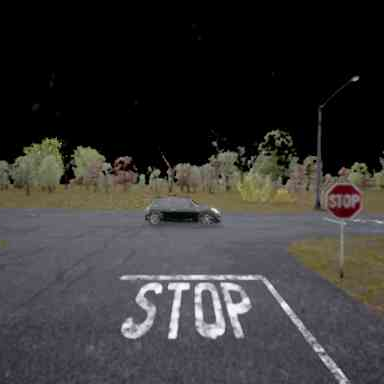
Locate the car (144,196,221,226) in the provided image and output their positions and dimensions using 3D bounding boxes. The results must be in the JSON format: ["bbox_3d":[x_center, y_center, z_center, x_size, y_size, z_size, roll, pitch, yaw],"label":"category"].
[{"bbox_3d":[-0.545,1.060,20.254,4.553,1.767,2.097,0,1,0],"label":"car"}]
